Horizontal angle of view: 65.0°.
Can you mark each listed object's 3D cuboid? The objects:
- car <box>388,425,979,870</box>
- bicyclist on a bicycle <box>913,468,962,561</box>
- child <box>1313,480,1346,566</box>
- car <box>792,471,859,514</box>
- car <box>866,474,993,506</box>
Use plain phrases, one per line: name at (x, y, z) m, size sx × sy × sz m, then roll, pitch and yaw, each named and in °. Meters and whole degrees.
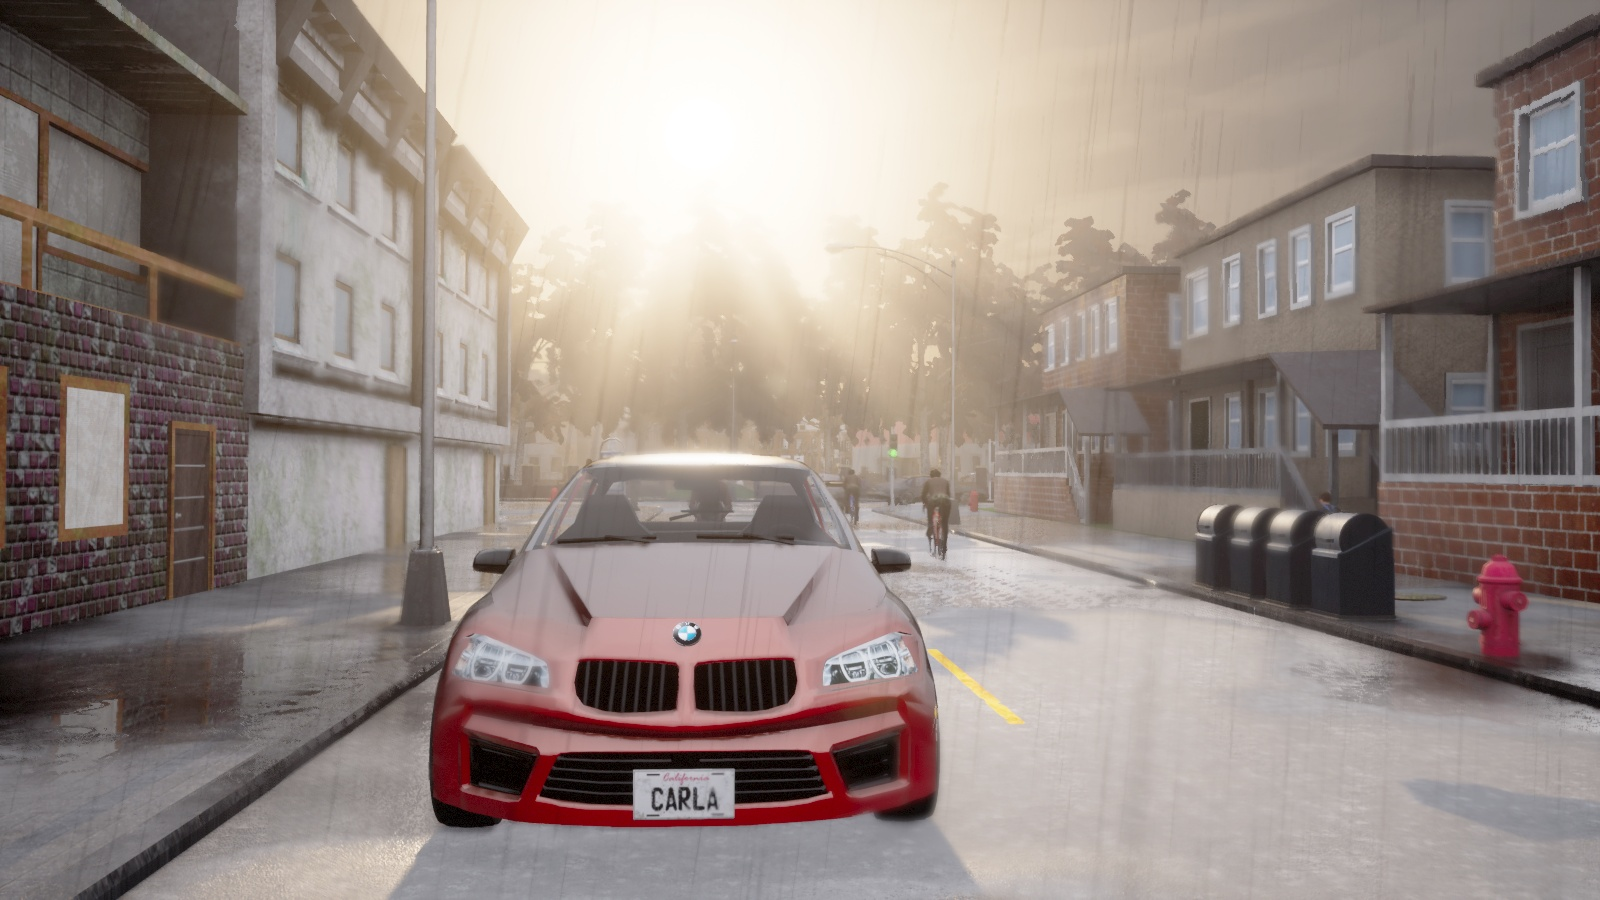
car at (-0.578, 0.780, 7.099) m, size 2.242 × 1.667 × 4.611 m, roll 0°, pitch -1°, yaw -4°
bicyclist on a bicycle at (2.459, 1.136, 22.614) m, size 0.582 × 1.620 × 1.656 m, roll 0°, pitch -1°, yaw -4°
child at (7.908, 1.087, 18.759) m, size 0.270 × 1.263 × 0.437 m, roll 0°, pitch -1°, yaw -6°
car at (0.893, 1.565, 47.634) m, size 2.128 × 1.511 × 4.902 m, roll 0°, pitch -1°, yaw -4°
car at (5.888, 1.796, 57.173) m, size 5.357 × 1.411 × 2.033 m, roll 0°, pitch -1°, yaw -15°
